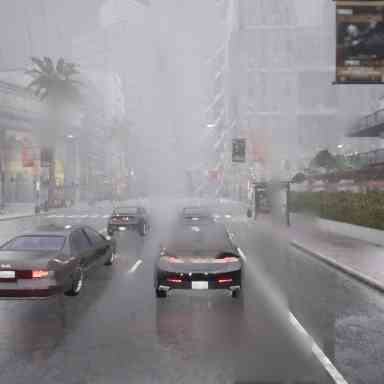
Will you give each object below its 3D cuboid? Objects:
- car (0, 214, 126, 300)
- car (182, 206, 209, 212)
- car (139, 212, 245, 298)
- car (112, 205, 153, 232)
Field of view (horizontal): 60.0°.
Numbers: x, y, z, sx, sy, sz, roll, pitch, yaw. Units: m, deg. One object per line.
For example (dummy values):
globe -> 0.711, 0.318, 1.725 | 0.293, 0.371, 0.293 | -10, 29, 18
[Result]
car -> -3.359, 1.547, 8.571 | 2.033, 1.411, 5.357 | 0, 0, 0
car -> 0.180, 1.505, 17.935 | 1.837, 1.490, 4.892 | 0, 0, 0
car -> 0.148, 1.492, 8.518 | 2.128, 1.511, 4.902 | 0, 0, 0
car -> -3.316, 1.505, 18.315 | 1.837, 1.490, 4.892 | 0, 0, 0
